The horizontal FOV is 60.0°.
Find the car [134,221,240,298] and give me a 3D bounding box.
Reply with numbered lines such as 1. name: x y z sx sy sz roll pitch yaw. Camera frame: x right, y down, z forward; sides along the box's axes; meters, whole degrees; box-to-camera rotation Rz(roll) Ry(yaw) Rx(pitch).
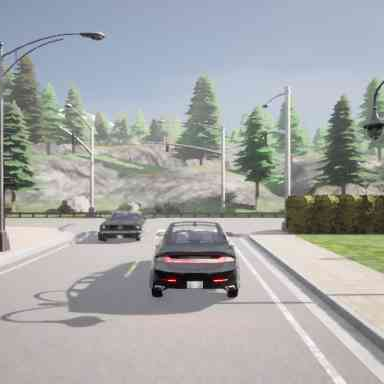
1. car: 0.073 1.491 8.534 2.128 1.511 4.902 0 0 0

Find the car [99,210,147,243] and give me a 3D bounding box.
1. car: -3.255 1.601 16.375 1.895 1.301 4.718 0 0 -6
